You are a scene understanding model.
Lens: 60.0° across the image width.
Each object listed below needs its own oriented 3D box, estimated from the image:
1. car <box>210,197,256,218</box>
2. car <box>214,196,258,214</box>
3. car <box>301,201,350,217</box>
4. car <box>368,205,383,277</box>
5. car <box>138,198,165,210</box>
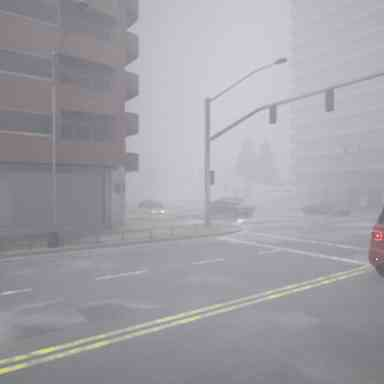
[{"bbox_3d":[3.384,1.454,30.249,1.837,1.490,4.892,0,1,-35],"label":"car"},{"bbox_3d":[4.506,1.295,34.742,2.097,1.767,4.553,0,0,-35],"label":"car"},{"bbox_3d":[12.058,1.498,30.201,1.994,1.385,4.181,0,0,-31],"label":"car"},{"bbox_3d":[6.853,1.196,8.855,5.566,2.045,2.150,0,0,-38],"label":"car"},{"bbox_3d":[-5.235,1.516,42.627,1.994,1.385,4.181,0,0,-35],"label":"car"}]
